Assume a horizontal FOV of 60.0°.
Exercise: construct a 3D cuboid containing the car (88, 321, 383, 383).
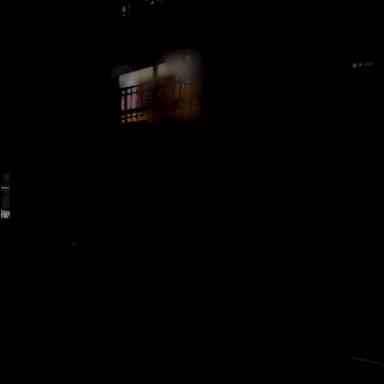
[{"bbox_3d":[1.088,1.551,1.893,4.403,1.369,2.008,0,1,35],"label":"car"}]
